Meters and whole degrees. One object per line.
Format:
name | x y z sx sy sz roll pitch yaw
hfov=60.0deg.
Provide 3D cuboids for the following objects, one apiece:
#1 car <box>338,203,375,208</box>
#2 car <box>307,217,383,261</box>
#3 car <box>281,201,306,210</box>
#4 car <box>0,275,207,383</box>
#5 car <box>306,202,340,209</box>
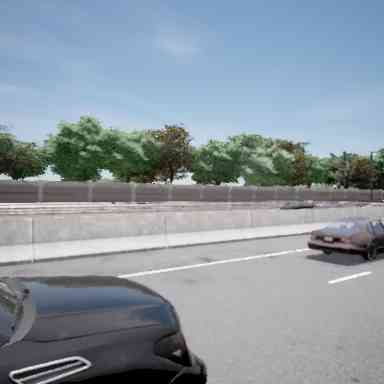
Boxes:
car | 17.099 1.947 33.264 4.718 1.301 1.895 1 0 -35
car | 6.706 1.677 12.820 5.357 1.411 2.033 1 0 -35
car | 12.420 1.816 38.533 5.008 1.535 1.882 1 -1 -35
car | -2.531 1.213 1.942 5.566 2.045 2.150 0 0 -36
car | 15.141 1.840 36.166 4.902 1.511 2.128 1 -1 -35
